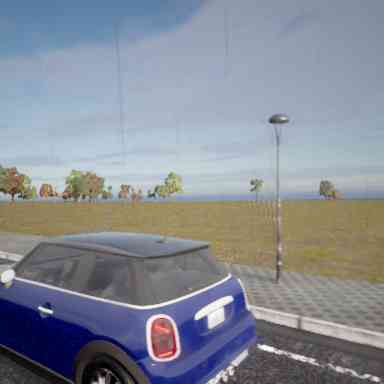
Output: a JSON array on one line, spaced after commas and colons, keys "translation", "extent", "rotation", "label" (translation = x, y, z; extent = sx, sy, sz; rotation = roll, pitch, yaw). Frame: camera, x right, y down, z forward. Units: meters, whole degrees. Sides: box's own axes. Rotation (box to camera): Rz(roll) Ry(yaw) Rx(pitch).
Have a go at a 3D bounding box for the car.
[{"translation": [-1.463, 1.367, 4.773], "extent": [4.553, 1.767, 2.097], "rotation": [0, 0, 36], "label": "car"}]
